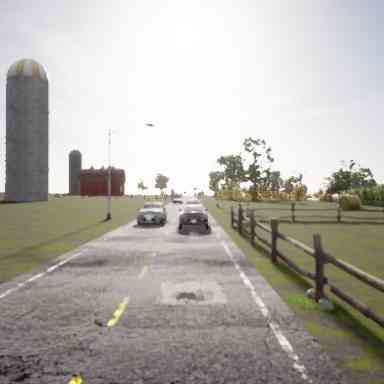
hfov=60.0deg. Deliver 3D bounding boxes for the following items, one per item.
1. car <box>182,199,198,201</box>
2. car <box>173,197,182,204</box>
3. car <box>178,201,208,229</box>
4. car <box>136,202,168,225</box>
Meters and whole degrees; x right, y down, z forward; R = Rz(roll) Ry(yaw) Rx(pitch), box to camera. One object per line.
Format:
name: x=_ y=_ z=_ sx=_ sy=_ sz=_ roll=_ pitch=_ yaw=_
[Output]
car: x=0.103 y=1.602 z=42.789 sx=1.994 sy=1.385 sz=4.181 roll=0 pitch=0 yaw=0
car: x=-2.749 y=1.616 z=65.442 sx=2.033 sy=1.411 sz=5.357 roll=0 pitch=0 yaw=0
car: x=0.103 y=1.540 z=21.882 sx=1.812 sy=1.442 sz=4.674 roll=0 pitch=0 yaw=0
car: x=-2.844 y=1.508 z=24.340 sx=2.128 sy=1.511 sz=4.902 roll=0 pitch=0 yaw=0
